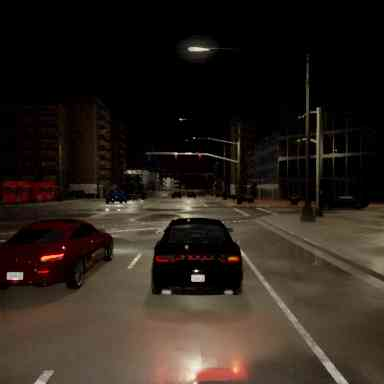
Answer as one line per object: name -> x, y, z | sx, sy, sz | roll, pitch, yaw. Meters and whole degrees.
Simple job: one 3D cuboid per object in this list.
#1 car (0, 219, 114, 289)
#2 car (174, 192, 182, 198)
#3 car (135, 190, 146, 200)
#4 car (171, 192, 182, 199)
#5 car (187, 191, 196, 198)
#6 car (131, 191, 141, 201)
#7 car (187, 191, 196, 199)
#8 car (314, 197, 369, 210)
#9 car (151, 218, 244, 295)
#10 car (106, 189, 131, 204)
car -> -3.412, 1.433, 8.744 | 1.812, 1.442, 4.674 | 0, 1, 0
car -> -3.600, 0.681, 85.683 | 1.837, 1.490, 4.892 | 0, 0, 0
car -> -10.588, 0.530, 67.543 | 2.150, 2.045, 5.566 | 0, 0, 0
car -> -3.588, 0.804, 75.681 | 1.812, 1.442, 4.674 | 0, 0, 0
car -> -0.102, 0.602, 86.905 | 2.097, 1.767, 4.553 | 0, 0, 0
car -> -10.616, 0.941, 57.333 | 1.895, 1.301, 4.718 | 0, 0, 0
car -> -0.084, 0.756, 76.680 | 1.882, 1.535, 5.008 | 0, 0, 0
car -> 14.731, 1.125, 33.019 | 4.718, 1.301, 1.895 | 0, 1, 0
car -> 0.097, 1.390, 8.545 | 1.882, 1.535, 5.008 | 0, 1, 0
car -> -10.625, 0.617, 47.258 | 2.150, 2.045, 5.566 | 0, 0, 0
